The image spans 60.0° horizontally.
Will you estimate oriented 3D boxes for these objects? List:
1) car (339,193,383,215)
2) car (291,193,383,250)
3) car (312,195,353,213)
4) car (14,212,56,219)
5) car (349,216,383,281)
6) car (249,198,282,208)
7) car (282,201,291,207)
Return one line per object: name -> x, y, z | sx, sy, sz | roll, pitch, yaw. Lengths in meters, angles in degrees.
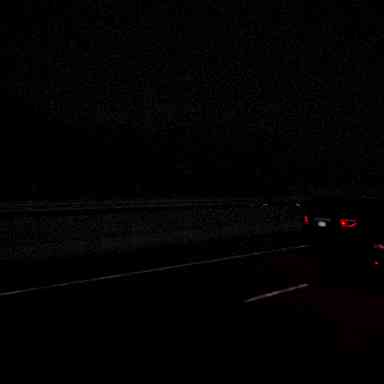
car -> 17.396, 1.141, 33.536 | 5.566, 2.045, 2.150 | 0, 0, -35
car -> 6.610, 1.173, 12.875 | 5.566, 2.045, 2.150 | 0, 0, -35
car -> 15.407, 1.272, 36.415 | 4.553, 1.767, 2.097 | 0, 0, -35
car -> -7.771, 1.614, 15.571 | 4.718, 1.301, 1.895 | 0, 0, -35
car -> 6.402, 1.449, 8.431 | 4.902, 1.511, 2.128 | 0, 0, -35
car -> 9.064, 1.427, 40.505 | 4.902, 1.511, 2.128 | 0, 0, -35
car -> 13.335, 1.404, 39.233 | 5.008, 1.535, 1.882 | 0, 0, -35
